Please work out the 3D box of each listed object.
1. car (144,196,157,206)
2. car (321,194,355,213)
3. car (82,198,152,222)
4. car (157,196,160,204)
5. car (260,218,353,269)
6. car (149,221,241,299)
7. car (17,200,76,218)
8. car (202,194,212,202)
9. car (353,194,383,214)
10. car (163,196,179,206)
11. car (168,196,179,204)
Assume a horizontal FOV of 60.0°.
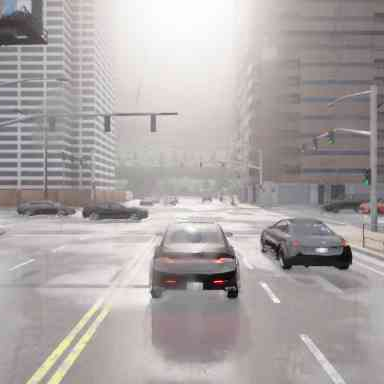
[{"bbox_3d":[-7.161,1.526,53.298,1.812,1.442,4.674,0,0,1],"label":"car"},{"bbox_3d":[17.152,1.221,36.516,5.566,2.045,2.150,0,0,0],"label":"car"},{"bbox_3d":[-5.932,1.477,25.916,5.008,1.535,1.882,0,0,0],"label":"car"},{"bbox_3d":[-7.132,1.526,63.211,1.812,1.442,4.674,0,0,1],"label":"car"},{"bbox_3d":[3.566,1.564,11.112,1.994,1.385,4.181,0,0,0],"label":"car"},{"bbox_3d":[0.055,1.492,8.462,2.128,1.511,4.902,0,0,0],"label":"car"},{"bbox_3d":[-13.030,1.492,29.919,4.902,1.511,2.128,0,0,-7],"label":"car"},{"bbox_3d":[3.406,1.355,76.835,2.097,1.767,4.553,0,0,0],"label":"car"},{"bbox_3d":[18.977,1.352,32.996,4.553,1.767,2.097,0,0,0],"label":"car"},{"bbox_3d":[-3.656,1.492,55.092,2.128,1.511,4.902,0,0,0],"label":"car"},{"bbox_3d":[-3.624,1.505,65.031,1.837,1.490,4.892,0,0,0],"label":"car"}]
